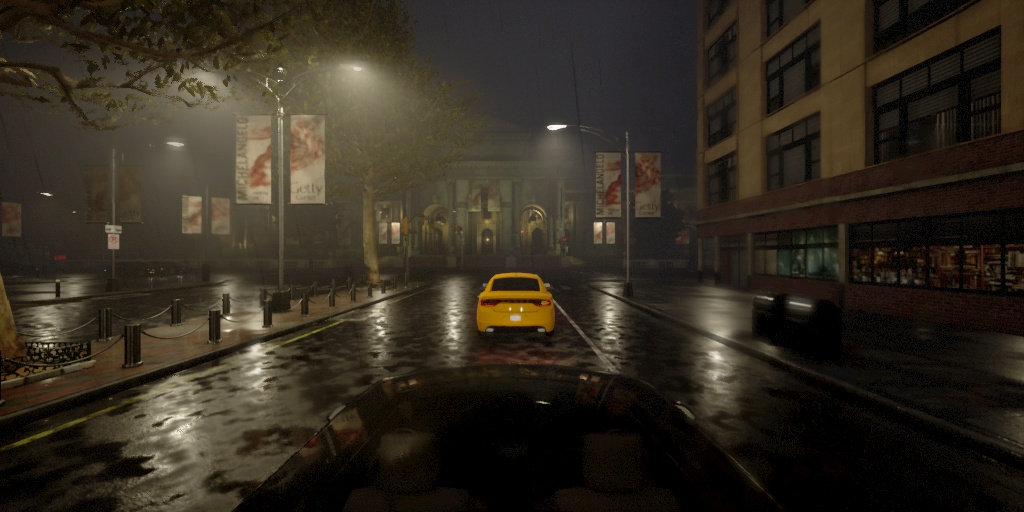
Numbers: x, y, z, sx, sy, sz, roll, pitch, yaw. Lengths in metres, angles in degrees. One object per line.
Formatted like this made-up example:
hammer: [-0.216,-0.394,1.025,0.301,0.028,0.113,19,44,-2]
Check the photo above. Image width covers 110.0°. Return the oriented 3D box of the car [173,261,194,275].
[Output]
car: [-36.980,1.254,38.387,4.892,1.490,1.837,0,0,1]

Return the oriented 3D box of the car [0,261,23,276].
car: [-51.275,1.313,34.855,4.181,1.385,1.994,0,0,-2]

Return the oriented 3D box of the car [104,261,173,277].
car: [-36.567,1.255,34.877,4.892,1.490,1.837,0,0,1]

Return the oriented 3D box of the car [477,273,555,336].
car: [0.122,1.228,10.431,1.882,1.535,5.008,0,0,1]
